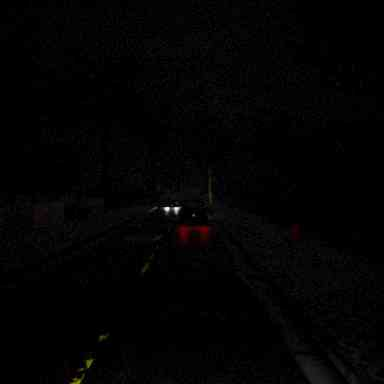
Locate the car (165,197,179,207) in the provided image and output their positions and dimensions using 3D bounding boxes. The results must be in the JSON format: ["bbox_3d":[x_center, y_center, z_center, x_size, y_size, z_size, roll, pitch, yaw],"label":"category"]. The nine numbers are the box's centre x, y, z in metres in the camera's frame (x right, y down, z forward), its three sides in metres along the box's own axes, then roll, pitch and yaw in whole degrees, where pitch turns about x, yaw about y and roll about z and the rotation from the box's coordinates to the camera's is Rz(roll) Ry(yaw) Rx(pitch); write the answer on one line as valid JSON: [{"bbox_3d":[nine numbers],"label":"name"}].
[{"bbox_3d":[-2.719,1.354,47.290,2.033,1.411,5.357,0,0,0],"label":"car"}]

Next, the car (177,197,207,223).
[{"bbox_3d":[0.118,1.426,25.080,1.882,1.535,5.008,0,0,0],"label":"car"}]

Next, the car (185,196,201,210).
[{"bbox_3d":[0.129,1.329,41.813,1.882,1.535,5.008,0,0,0],"label":"car"}]
